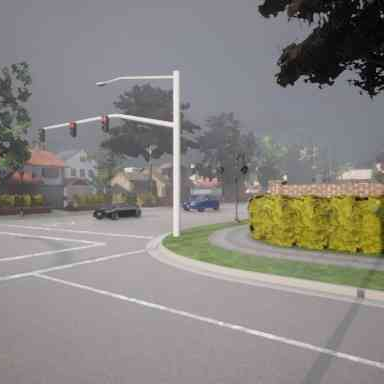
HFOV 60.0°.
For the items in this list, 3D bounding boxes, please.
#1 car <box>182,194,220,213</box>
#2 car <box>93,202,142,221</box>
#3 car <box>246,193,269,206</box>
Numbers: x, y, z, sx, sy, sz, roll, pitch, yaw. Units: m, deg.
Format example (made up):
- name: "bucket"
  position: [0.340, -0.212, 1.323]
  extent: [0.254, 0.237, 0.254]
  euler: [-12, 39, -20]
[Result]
- name: "car"
  position: [1.139, 1.233, 38.284]
  extent: [2.150, 2.045, 5.566]
  euler: [0, 0, 35]
- name: "car"
  position: [-6.162, 1.573, 27.833]
  extent: [1.994, 1.385, 4.181]
  euler: [0, 0, 35]
- name: "car"
  position: [10.482, 1.227, 51.619]
  extent: [2.150, 2.045, 5.566]
  euler: [0, 1, 35]
